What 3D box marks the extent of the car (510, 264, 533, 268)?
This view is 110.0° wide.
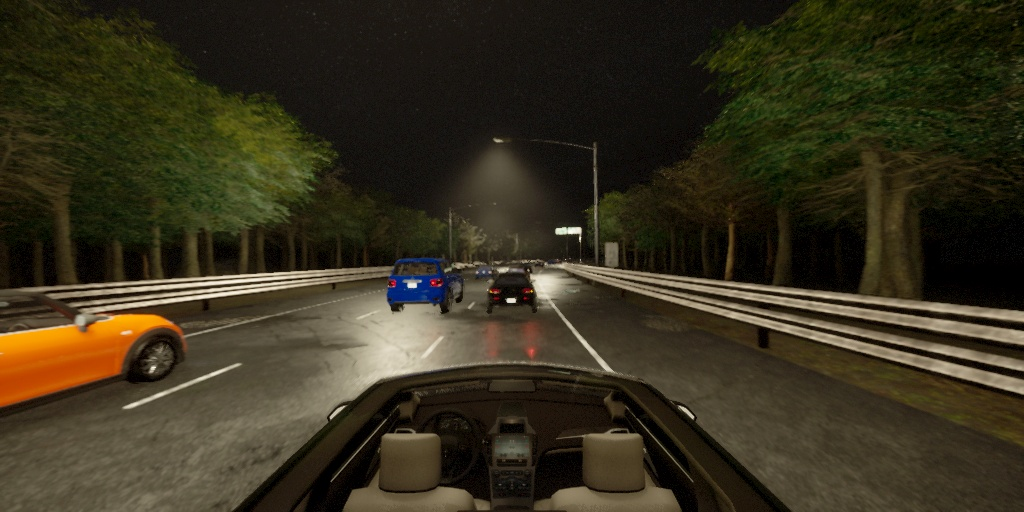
[{"bbox_3d":[0.382,1.514,27.235,1.994,1.385,4.181,-1,0,3],"label":"car"}]

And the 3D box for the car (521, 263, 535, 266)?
[{"bbox_3d":[1.673,1.608,45.894,1.812,1.442,4.674,-1,0,5],"label":"car"}]

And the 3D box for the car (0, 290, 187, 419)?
[{"bbox_3d":[-6.896,1.203,4.546,2.097,1.767,4.553,-1,0,-1],"label":"car"}]

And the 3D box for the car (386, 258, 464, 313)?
[{"bbox_3d":[-3.386,1.119,14.967,2.150,2.045,5.566,-1,0,1],"label":"car"}]

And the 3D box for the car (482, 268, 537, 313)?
[{"bbox_3d":[0.006,1.382,14.633,1.812,1.442,4.674,-1,0,1],"label":"car"}]

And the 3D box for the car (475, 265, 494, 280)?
[{"bbox_3d":[-2.512,1.601,36.282,2.033,1.411,5.357,-1,0,4],"label":"car"}]
